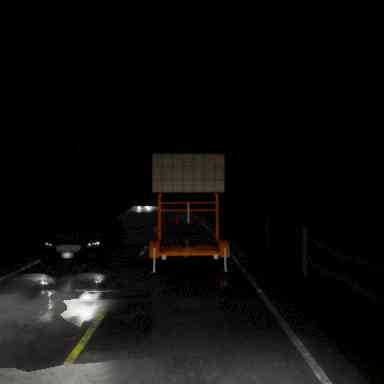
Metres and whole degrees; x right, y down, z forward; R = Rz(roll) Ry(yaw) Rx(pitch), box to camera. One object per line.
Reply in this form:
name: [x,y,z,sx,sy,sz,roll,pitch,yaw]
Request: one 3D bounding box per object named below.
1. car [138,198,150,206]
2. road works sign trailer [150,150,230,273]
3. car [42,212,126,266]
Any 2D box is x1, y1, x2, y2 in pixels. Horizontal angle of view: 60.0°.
car: [-7.743,1.580,53.168,1.895,1.301,4.718,0,0,-9]
road works sign trailer: [-0.118,0.460,10.684,2.380,3.560,2.880,0,0,-3]
car: [-3.543,1.487,11.649,2.128,1.511,4.902,0,0,-2]
